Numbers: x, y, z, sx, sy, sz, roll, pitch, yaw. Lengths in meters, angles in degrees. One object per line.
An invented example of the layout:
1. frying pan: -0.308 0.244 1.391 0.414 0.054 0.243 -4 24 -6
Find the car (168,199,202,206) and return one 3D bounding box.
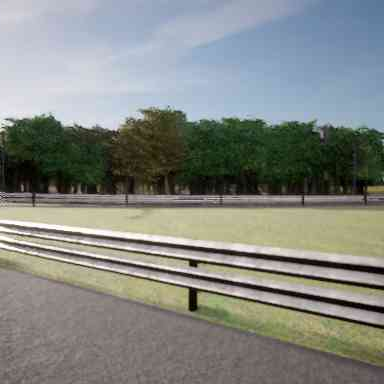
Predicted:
1. car: -0.915 1.061 40.818 4.181 1.385 1.994 0 0 -6
